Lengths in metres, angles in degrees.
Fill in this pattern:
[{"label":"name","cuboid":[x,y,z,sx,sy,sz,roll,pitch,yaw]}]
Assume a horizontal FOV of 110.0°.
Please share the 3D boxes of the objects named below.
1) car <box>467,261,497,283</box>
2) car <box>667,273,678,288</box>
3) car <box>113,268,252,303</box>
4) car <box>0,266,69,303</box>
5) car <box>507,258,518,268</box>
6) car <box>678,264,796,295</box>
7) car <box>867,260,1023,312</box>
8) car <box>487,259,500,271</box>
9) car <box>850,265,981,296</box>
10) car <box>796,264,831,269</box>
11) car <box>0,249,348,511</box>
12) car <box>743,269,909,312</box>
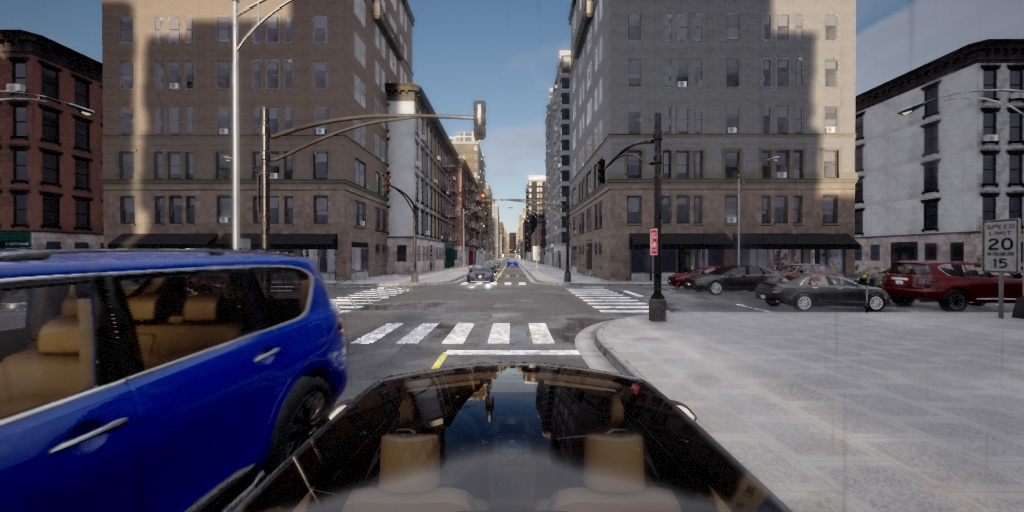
[{"label":"car","cuboid":[-2.469,1.324,27.916,1.994,1.385,4.181,0,0,-5]},{"label":"car","cuboid":[11.800,1.286,21.731,4.507,1.381,1.888,0,0,0]},{"label":"car","cuboid":[-14.789,1.286,16.283,4.674,1.442,1.812,0,0,0]},{"label":"car","cuboid":[-23.945,1.251,16.320,4.902,1.511,2.128,0,0,0]},{"label":"car","cuboid":[0.092,1.264,63.203,1.882,1.535,5.008,0,0,0]},{"label":"car","cuboid":[11.904,1.257,19.187,4.892,1.490,1.837,0,0,0]},{"label":"car","cuboid":[17.190,1.094,13.693,5.009,1.841,2.192,0,0,0]},{"label":"car","cuboid":[-2.788,1.278,44.411,1.837,1.490,4.892,0,-1,1]},{"label":"car","cuboid":[21.386,1.260,19.169,4.892,1.490,1.837,0,0,0]},{"label":"car","cuboid":[17.209,1.182,21.718,4.097,1.591,1.967,0,0,0]},{"label":"car","cuboid":[-2.851,0.971,1.652,2.150,2.045,5.566,0,0,0]},{"label":"car","cuboid":[11.781,1.328,13.706,4.403,1.370,2.007,0,0,0]}]
